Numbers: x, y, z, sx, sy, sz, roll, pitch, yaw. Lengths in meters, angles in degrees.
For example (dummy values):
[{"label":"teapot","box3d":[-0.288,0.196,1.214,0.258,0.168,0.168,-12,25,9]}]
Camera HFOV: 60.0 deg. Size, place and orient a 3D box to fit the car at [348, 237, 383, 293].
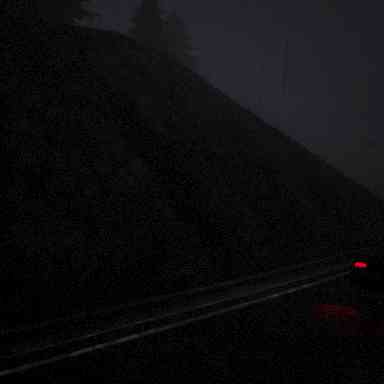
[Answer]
[{"label":"car","box3d":[5.801,1.596,8.168,5.357,1.411,2.033,0,-1,-41]}]
